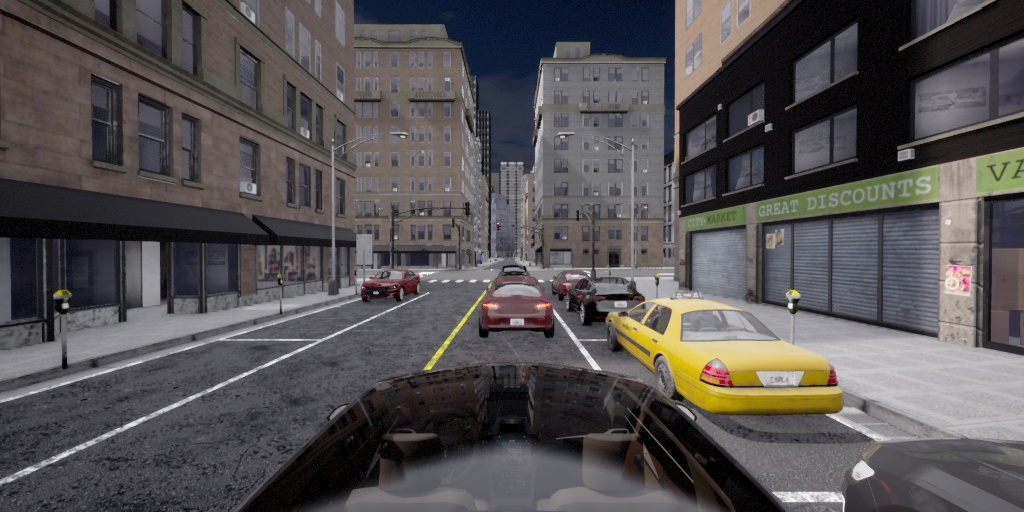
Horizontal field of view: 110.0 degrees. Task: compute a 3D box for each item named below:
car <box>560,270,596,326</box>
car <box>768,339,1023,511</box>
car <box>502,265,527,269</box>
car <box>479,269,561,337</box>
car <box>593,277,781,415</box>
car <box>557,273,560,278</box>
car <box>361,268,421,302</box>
[{"bbox_3d":[2.885,1.313,11.563,1.948,1.339,4.313,0,0,0],"label":"car"},{"bbox_3d":[2.872,1.301,0.391,2.007,1.370,4.403,0,0,0],"label":"car"},{"bbox_3d":[0.119,1.249,20.407,1.837,1.490,4.892,0,0,0],"label":"car"},{"bbox_3d":[0.103,1.273,10.128,1.812,1.442,4.674,0,0,0],"label":"car"},{"bbox_3d":[2.879,1.274,6.147,1.751,1.417,4.829,0,0,0],"label":"car"},{"bbox_3d":[2.892,1.327,17.149,1.802,1.307,4.207,0,0,0],"label":"car"},{"bbox_3d":[-5.653,1.290,17.156,1.888,1.381,4.507,0,0,0],"label":"car"}]
